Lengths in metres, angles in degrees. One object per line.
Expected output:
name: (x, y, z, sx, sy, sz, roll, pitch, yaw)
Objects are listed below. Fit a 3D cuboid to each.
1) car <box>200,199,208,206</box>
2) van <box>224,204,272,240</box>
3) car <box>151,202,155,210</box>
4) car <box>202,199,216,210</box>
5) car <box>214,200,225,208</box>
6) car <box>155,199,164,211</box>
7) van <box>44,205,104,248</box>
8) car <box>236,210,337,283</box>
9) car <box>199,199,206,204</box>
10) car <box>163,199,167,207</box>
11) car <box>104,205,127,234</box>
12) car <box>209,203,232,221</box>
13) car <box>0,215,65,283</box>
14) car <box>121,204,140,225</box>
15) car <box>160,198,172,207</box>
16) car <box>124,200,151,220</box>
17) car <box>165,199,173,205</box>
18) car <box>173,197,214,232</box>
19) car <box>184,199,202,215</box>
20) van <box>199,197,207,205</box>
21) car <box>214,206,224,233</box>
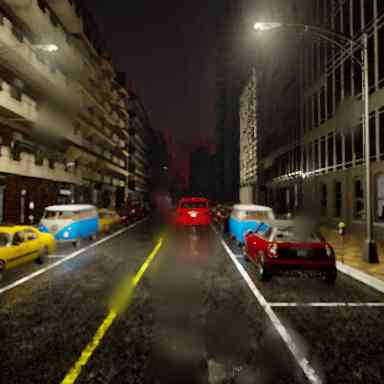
car: (2.726, 2.422, 76.691, 1.802, 1.307, 4.206, 1, -1, 0)
van: (2.713, 1.516, 15.671, 1.690, 1.788, 3.998, 1, -1, 0)
car: (-5.631, 1.940, 37.599, 1.752, 1.417, 4.829, 1, -1, 0)
car: (2.723, 2.039, 54.502, 1.967, 1.590, 4.097, 1, -1, 0)
car: (2.715, 1.737, 26.765, 1.967, 1.590, 4.097, 1, -1, 0)
car: (-5.629, 2.104, 48.862, 1.947, 1.339, 4.313, 1, -1, 0)
van: (-5.641, 1.515, 15.587, 1.690, 1.788, 3.998, 1, -1, 0)
car: (2.710, 1.554, 10.122, 1.967, 1.590, 4.097, 1, -1, 0)
car: (2.730, 2.504, 87.786, 1.887, 1.381, 4.507, 1, -1, 0)
car: (-5.627, 2.180, 54.409, 1.802, 1.307, 4.206, 1, -1, 0)
car: (-5.636, 1.759, 20.960, 1.752, 1.417, 4.829, 1, -1, 0)
car: (2.715, 1.884, 32.482, 1.752, 1.417, 4.829, 1, -1, 0)
car: (-5.682, 1.637, 9.867, 1.752, 1.417, 4.829, 1, -1, 0)
car: (-5.635, 1.878, 26.676, 1.802, 1.307, 4.206, 1, -1, 0)
car: (-5.618, 2.034, 65.504, 2.192, 1.841, 5.009, 1, -1, 0)
car: (-5.628, 1.671, 32.225, 2.192, 1.841, 5.009, 1, -1, 0)
car: (-5.619, 2.481, 82.140, 1.802, 1.307, 4.206, 1, -1, 0)
car: (0.105, 1.469, 22.194, 2.150, 2.045, 5.566, 0, 0, 0)
car: (0.111, 1.806, 41.278, 2.097, 1.767, 4.553, 0, -1, 0)
van: (2.733, 2.241, 82.241, 1.690, 1.788, 3.998, 1, -1, 0)
car: (2.711, 1.802, 21.216, 1.947, 1.339, 4.313, 1, -1, 0)
